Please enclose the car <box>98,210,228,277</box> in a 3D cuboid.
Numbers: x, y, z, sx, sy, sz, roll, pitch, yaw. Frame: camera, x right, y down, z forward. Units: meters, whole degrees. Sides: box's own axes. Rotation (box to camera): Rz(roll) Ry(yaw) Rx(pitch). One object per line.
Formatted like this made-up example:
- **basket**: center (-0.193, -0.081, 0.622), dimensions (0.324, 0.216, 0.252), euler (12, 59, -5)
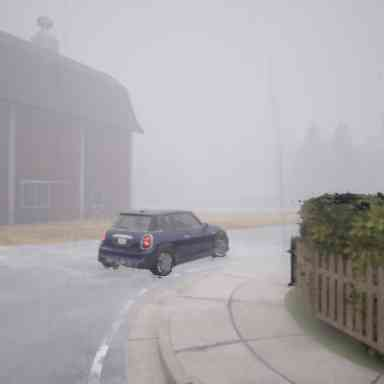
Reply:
- **car**: center (-0.646, 1.330, 10.503), dimensions (2.097, 1.767, 4.553), euler (0, 0, 34)
